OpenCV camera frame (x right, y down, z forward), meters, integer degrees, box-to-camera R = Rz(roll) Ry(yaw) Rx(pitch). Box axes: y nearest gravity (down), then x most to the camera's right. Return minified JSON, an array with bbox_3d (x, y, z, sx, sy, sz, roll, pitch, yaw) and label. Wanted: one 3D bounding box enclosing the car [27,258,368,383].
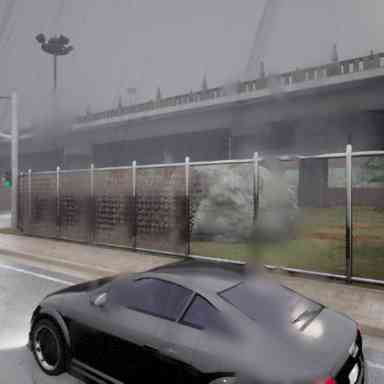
[{"bbox_3d":[-0.187,1.564,4.124,4.181,1.385,1.994,0,0,36],"label":"car"}]
